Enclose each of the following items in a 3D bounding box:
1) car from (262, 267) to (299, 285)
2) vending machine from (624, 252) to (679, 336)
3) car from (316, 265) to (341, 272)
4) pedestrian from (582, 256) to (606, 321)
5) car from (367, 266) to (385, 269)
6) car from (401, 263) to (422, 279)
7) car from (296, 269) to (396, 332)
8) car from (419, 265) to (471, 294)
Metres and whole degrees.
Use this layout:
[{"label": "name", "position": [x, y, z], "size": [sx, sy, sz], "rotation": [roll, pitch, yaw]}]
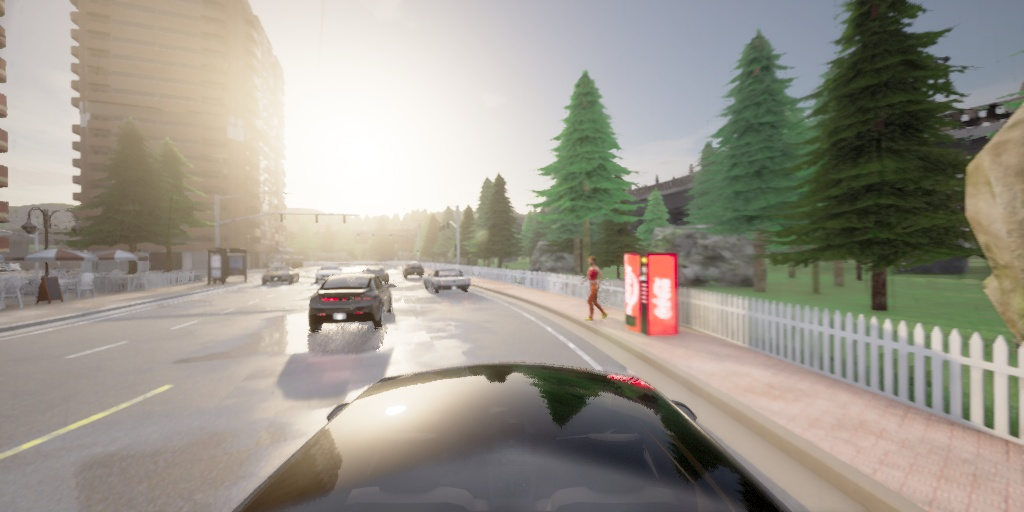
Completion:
[{"label": "car", "position": [-18.547, 1.557, 28.954], "size": [1.994, 1.385, 4.181], "rotation": [-1, 0, -21]}, {"label": "vending machine", "position": [3.368, 0.908, 8.716], "size": [1.100, 2.100, 0.880], "rotation": [0, 0, -9]}, {"label": "car", "position": [-15.273, 1.479, 30.188], "size": [1.812, 1.442, 4.674], "rotation": [-1, 0, -21]}, {"label": "pedestrian", "position": [2.263, 0.867, 9.922], "size": [0.375, 1.860, 0.375], "rotation": [-1, 0, -11]}, {"label": "car", "position": [-10.343, 1.446, 27.233], "size": [1.994, 1.385, 4.181], "rotation": [-1, 0, -20]}, {"label": "car", "position": [-9.766, 1.388, 35.529], "size": [1.837, 1.490, 4.892], "rotation": [-1, 0, -20]}, {"label": "car", "position": [-4.893, 1.314, 11.344], "size": [1.837, 1.490, 4.892], "rotation": [0, -1, -14]}, {"label": "car", "position": [-3.943, 1.406, 21.019], "size": [1.895, 1.301, 4.718], "rotation": [-1, 0, -24]}]
